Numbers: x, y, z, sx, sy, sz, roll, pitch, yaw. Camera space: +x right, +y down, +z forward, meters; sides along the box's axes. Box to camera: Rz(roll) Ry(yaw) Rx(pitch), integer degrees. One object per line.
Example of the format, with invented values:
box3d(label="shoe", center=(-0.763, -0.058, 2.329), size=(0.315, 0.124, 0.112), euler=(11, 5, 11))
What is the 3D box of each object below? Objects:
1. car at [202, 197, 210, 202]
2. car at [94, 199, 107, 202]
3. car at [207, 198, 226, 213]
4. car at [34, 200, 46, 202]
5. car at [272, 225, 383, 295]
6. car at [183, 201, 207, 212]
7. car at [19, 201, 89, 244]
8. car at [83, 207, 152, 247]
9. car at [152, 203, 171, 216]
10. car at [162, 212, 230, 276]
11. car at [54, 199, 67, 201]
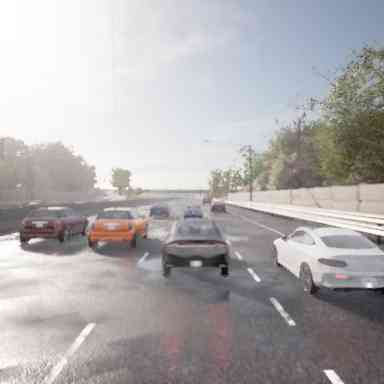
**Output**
box3d(label="car", center=(3.524, 2.140, 79.588), size=(2.150, 2.045, 5.566), euler=(0, -1, 0))
box3d(label="car", center=(-17.487, 2.187, 63.474), size=(1.882, 1.535, 5.008), euler=(0, 0, 0))
box3d(label="car", center=(3.514, 1.981, 45.540), size=(1.882, 1.535, 5.008), euler=(0, -1, 0))
box3d(label="car", center=(-27.983, 2.231, 60.775), size=(2.033, 1.411, 5.357), euler=(0, -1, 0))
box3d(label="car", center=(3.506, 1.619, 8.897), size=(1.812, 1.442, 4.674), euler=(0, -1, 0))
box3d(label="car", center=(0.110, 1.902, 31.973), size=(2.033, 1.411, 5.357), euler=(0, -1, 0))
box3d(label="car", center=(-6.894, 1.542, 17.183), size=(2.097, 1.767, 4.553), euler=(0, -1, 0))
box3d(label="car", center=(-3.395, 1.530, 16.131), size=(2.097, 1.767, 4.553), euler=(0, -1, 0))
box3d(label="car", center=(-3.387, 1.875, 35.796), size=(1.882, 1.535, 5.008), euler=(0, -1, 0))
box3d(label="car", center=(0.105, 1.610, 10.735), size=(2.128, 1.511, 4.902), euler=(0, -1, 0))
box3d(label="car", center=(-24.489, 2.047, 61.330), size=(2.097, 1.767, 4.553), euler=(0, -1, 0))
